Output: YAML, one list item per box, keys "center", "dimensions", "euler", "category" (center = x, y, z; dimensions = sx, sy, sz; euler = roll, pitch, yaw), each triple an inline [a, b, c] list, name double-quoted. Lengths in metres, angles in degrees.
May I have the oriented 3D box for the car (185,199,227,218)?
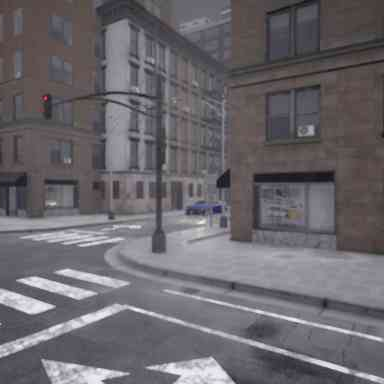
- center: [1.284, 1.327, 28.946]
  dimensions: [1.882, 1.535, 5.008]
  euler: [0, 0, 32]
  category: "car"
